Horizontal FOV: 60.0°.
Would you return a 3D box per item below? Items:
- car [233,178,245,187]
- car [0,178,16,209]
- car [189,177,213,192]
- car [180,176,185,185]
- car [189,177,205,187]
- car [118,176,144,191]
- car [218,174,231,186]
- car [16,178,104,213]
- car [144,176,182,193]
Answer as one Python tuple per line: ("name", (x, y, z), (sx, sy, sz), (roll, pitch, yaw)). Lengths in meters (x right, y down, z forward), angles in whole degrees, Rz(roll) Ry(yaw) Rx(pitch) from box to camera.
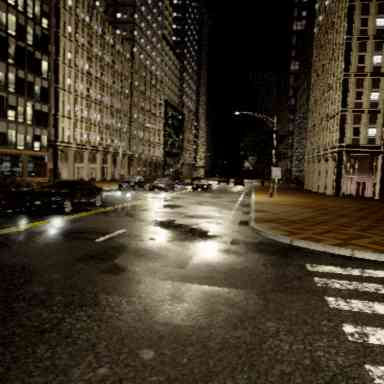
("car", (8.444, -1.687, 59.233), (1.882, 1.535, 5.008), (3, 3, 10))
("car", (-9.523, -0.011, 17.369), (2.033, 1.411, 5.357), (3, 3, 10))
("car", (1.274, -0.703, 38.653), (1.895, 1.301, 4.718), (3, 3, 10))
("car", (-2.358, -1.874, 55.039), (1.837, 1.490, 4.892), (3, 3, 11))
("car", (0.849, -1.705, 54.523), (1.837, 1.490, 4.892), (3, 3, 11))
("car", (-6.188, -0.929, 35.082), (2.128, 1.511, 4.902), (3, 3, 11))
("car", (6.348, -2.396, 65.591), (2.150, 2.045, 5.566), (3, 3, 10))
("car", (-6.287, 0.079, 16.989), (1.882, 1.535, 5.008), (3, 3, 11))
("car", (-2.941, -0.719, 34.810), (2.033, 1.411, 5.357), (3, 3, 11))
